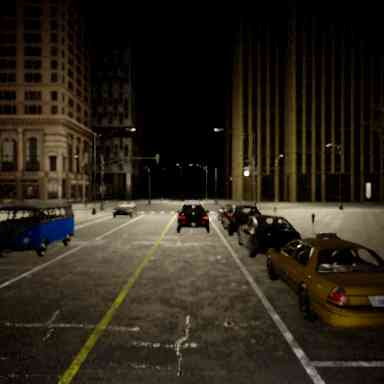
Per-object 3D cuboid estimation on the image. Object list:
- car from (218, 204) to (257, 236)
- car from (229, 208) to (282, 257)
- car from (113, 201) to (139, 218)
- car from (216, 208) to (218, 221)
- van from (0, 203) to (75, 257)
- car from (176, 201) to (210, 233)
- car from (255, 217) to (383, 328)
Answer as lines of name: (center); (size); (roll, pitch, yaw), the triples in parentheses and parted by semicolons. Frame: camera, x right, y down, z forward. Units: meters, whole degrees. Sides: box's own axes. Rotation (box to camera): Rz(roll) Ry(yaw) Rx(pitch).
car: (2.737, 1.404, 18.157); (1.967, 1.590, 4.097); (0, 0, 0)
car: (2.744, 1.526, 12.516); (2.008, 1.369, 4.403); (0, 0, 0)
car: (-5.804, 1.492, 29.426); (2.008, 1.369, 4.403); (0, 0, 0)
car: (2.729, 1.502, 23.798); (2.008, 1.369, 4.403); (0, 0, 0)
van: (-5.782, 1.319, 12.503); (1.690, 1.788, 3.998); (0, 0, 0)
car: (0.070, 1.488, 19.430); (1.812, 1.442, 4.674); (0, 0, 0)
car: (2.751, 1.512, 7.045); (1.752, 1.417, 4.829); (0, 0, 0)
